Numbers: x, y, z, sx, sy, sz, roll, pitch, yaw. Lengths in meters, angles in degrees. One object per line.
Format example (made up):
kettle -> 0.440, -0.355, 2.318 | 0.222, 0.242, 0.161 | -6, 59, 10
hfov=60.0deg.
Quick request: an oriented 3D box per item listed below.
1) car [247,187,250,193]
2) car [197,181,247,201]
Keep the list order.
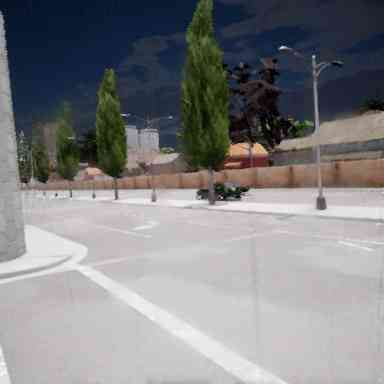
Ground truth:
car -> 3.701, -0.246, 34.893 | 1.895, 1.301, 4.718 | -7, 4, -37
car -> 2.384, -0.169, 30.790 | 2.097, 1.767, 4.553 | -7, 4, -37
